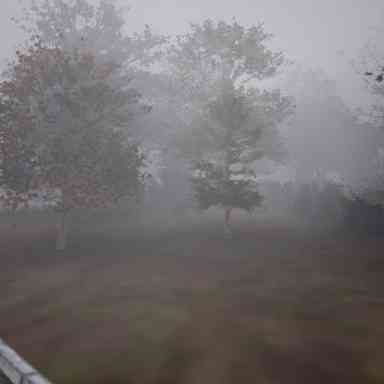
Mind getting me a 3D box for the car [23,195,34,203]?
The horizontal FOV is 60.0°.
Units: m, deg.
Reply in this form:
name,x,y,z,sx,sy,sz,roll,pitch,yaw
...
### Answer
name,x,y,z,sx,sy,sz,roll,pitch,yaw
car,-34.323,1.347,66.087,4.553,1.767,2.097,0,0,25
